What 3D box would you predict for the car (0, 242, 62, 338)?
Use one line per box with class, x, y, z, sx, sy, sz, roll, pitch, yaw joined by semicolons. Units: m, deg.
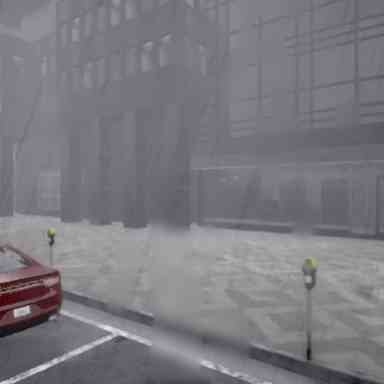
car;-4.184;1.531;5.944;4.507;1.381;1.887;0;0;35
